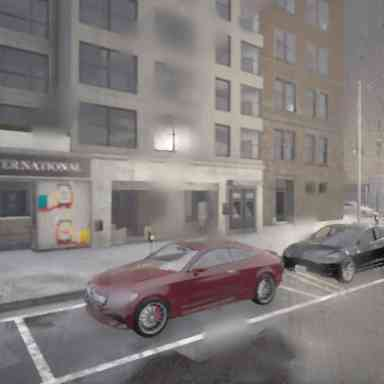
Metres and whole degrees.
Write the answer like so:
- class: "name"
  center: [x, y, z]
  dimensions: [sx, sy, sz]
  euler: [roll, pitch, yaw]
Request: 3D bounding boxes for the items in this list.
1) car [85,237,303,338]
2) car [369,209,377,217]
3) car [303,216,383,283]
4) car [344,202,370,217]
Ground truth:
- class: "car"
  center: [0.070, 1.599, 6.582]
  dimensions: [4.206, 1.307, 1.802]
  euler: [0, 0, -36]
- class: "car"
  center: [9.064, 1.507, 13.001]
  dimensions: [4.097, 1.590, 1.967]
  euler: [0, 0, -36]
- class: "car"
  center: [4.567, 1.608, 9.791]
  dimensions: [4.313, 1.339, 1.947]
  euler: [0, 0, -36]
- class: "car"
  center: [15.619, 1.681, 32.542]
  dimensions: [1.812, 1.442, 4.674]
  euler: [0, 0, -37]
